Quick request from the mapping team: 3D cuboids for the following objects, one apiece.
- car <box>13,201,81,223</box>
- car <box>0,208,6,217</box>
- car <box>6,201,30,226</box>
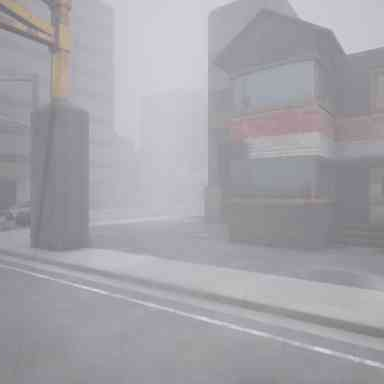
[{"bbox_3d":[-9.728,1.295,22.803,1.853,1.218,4.536,0,0,15],"label":"car"},{"bbox_3d":[-12.899,1.295,25.453,4.536,1.218,1.853,0,0,-30],"label":"car"},{"bbox_3d":[-9.742,1.453,22.753,2.038,1.542,4.974,0,0,15],"label":"car"}]
